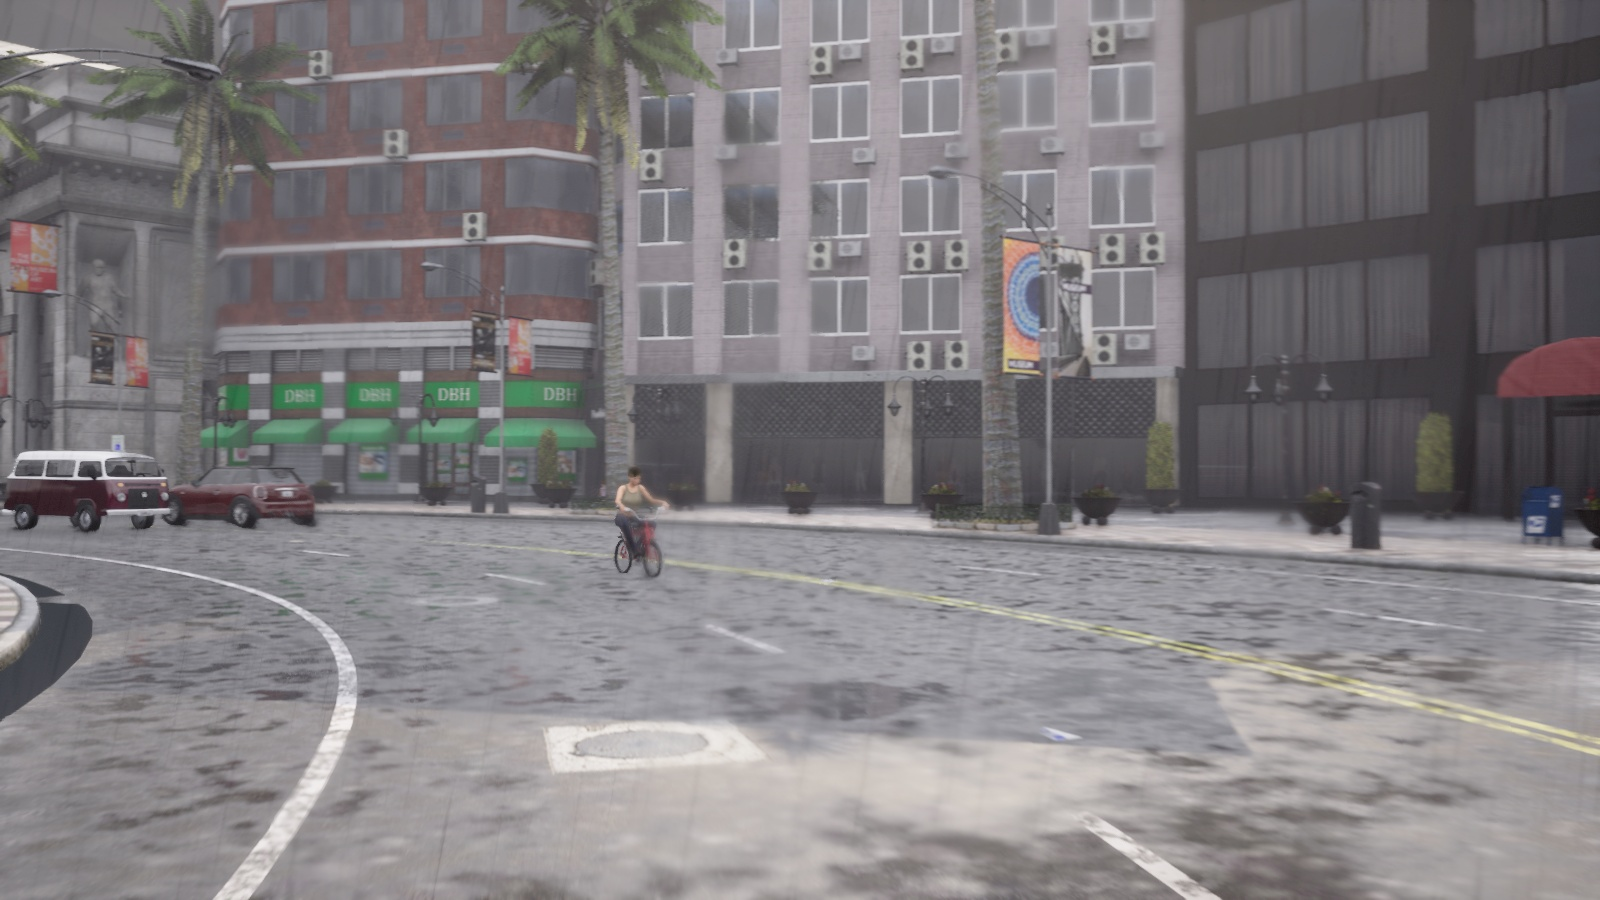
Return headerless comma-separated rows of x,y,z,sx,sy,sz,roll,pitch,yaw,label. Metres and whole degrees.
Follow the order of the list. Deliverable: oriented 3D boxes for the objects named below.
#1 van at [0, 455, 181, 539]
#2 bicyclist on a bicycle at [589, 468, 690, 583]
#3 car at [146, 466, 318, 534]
-18.393,1.182,32.340,4.480,2.038,2.069,-1,-1,25,van
-2.384,1.075,18.539,0.866,1.612,1.509,0,-1,-35,bicyclist on a bicycle
-15.812,1.347,34.942,4.553,1.767,2.097,-1,-1,30,car
